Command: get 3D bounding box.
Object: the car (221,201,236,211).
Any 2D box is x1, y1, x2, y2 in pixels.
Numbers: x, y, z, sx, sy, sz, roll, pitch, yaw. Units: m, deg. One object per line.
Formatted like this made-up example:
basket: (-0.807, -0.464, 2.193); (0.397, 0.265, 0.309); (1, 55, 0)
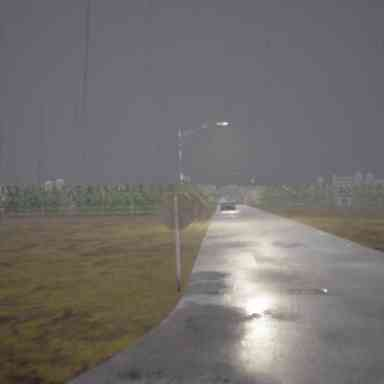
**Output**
car: (5.163, 2.017, 47.702); (1.994, 1.385, 4.181); (-3, -1, 5)
